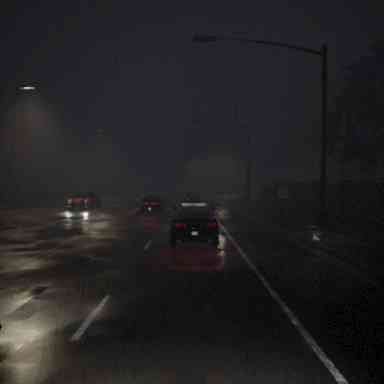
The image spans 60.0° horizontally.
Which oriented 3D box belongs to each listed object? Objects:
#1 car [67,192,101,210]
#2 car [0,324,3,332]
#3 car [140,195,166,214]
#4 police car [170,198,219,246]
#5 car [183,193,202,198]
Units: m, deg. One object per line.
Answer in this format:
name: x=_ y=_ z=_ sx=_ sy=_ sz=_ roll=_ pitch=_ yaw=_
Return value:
car: x=-10.510 y=0.802 z=32.590 sx=2.097 sy=1.767 sz=4.553 roll=0 pitch=2 yaw=0
car: x=-3.401 y=1.532 z=1.867 sx=2.033 sy=1.411 sz=5.357 roll=0 pitch=0 yaw=0
car: x=-3.408 y=1.050 z=29.197 sx=1.837 sy=1.490 sz=4.892 roll=0 pitch=1 yaw=0
police car: x=0.096 y=1.271 z=14.675 sx=1.930 sy=1.638 sz=5.238 roll=0 pitch=1 yaw=0
car: x=0.091 y=0.841 z=36.078 sx=2.128 sy=1.511 sz=4.902 roll=0 pitch=2 yaw=0
